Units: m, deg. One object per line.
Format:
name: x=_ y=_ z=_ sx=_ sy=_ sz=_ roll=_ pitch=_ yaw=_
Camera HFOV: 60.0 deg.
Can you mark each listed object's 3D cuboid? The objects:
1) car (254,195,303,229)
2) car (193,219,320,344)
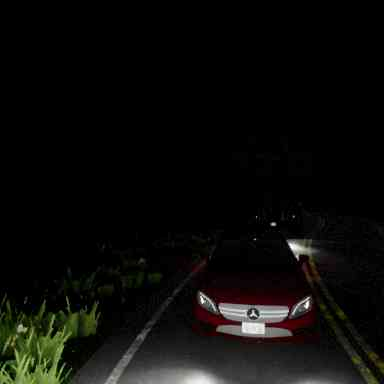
car: x=5.000 y=1.214 z=18.841 sx=2.150 sy=2.045 sz=5.566 roll=-2 pitch=-1 yaw=22
car: x=1.229 y=1.534 z=6.669 sx=1.812 sy=1.442 sz=4.674 roll=-1 pitch=0 yaw=11
